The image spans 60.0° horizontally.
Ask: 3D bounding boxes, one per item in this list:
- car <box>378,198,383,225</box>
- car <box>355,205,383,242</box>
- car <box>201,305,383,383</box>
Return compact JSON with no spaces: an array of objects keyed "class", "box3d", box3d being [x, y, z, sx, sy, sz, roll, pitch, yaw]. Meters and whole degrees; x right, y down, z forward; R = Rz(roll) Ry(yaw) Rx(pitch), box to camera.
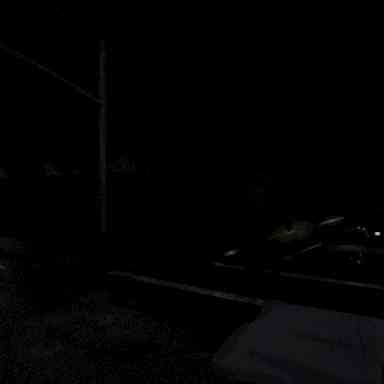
[{"class":"car","box3d":[14.844,1.323,23.817,2.097,1.767,4.553,0,0,37]},{"class":"car","box3d":[9.013,1.476,15.696,1.837,1.490,4.892,0,0,35]},{"class":"car","box3d":[2.410,1.597,2.270,4.718,1.301,1.895,0,0,36]}]
